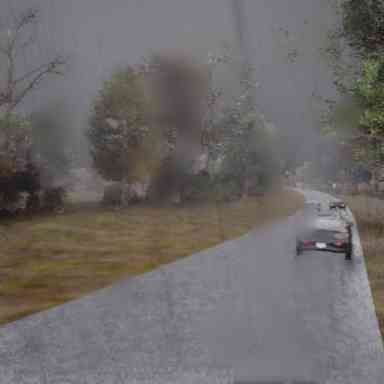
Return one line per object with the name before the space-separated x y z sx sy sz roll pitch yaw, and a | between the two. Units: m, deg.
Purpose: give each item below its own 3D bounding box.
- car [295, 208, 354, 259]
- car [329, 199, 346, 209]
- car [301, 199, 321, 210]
car | 5.173 1.574 12.890 1.812 1.442 4.674 0 0 25
car | 18.467 1.569 42.367 1.895 1.301 4.718 -1 1 22
car | 14.125 1.598 39.091 1.812 1.442 4.674 1 1 23
